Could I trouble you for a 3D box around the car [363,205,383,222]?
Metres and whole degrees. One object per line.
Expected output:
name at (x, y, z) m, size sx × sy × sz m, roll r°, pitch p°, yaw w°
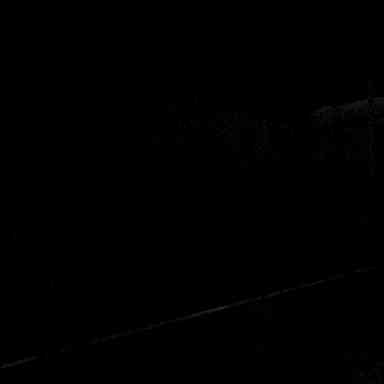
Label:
car at (13.994, 1.545, 23.232) m, size 1.994 × 1.385 × 4.181 m, roll 0°, pitch 0°, yaw -40°
